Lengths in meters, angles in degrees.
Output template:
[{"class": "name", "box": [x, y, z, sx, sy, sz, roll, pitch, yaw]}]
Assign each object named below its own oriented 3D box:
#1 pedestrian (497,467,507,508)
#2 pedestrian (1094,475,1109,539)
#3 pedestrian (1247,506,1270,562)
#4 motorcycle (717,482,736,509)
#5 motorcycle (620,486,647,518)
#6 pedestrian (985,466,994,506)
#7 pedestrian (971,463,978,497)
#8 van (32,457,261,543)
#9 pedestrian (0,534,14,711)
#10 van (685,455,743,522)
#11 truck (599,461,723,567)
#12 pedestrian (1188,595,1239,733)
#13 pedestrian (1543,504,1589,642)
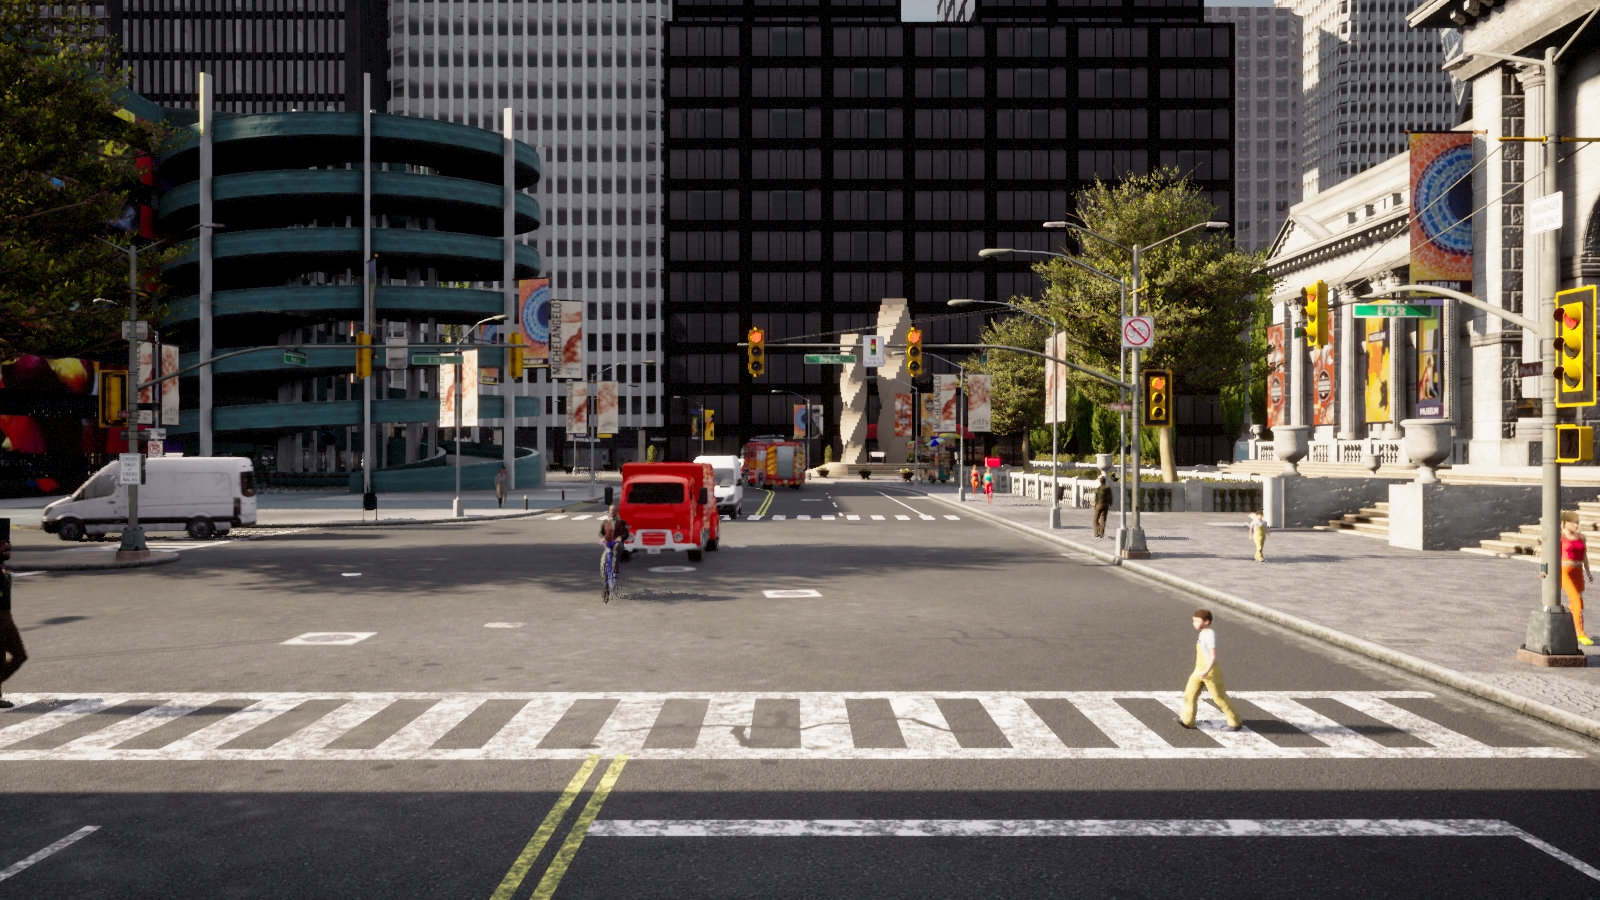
[{"class": "pedestrian", "box": [-13.366, 1.676, 51.185, 0.375, 1.860, 0.375, 0, 0, -24]}, {"class": "pedestrian", "box": [8.917, 1.683, 33.773, 0.375, 1.860, 0.375, 0, 0, 3]}, {"class": "pedestrian", "box": [10.752, 1.966, 26.794, 0.375, 1.300, 0.375, 0, 0, -3]}, {"class": "motorcycle", "box": [-3.547, 2.161, 55.101, 0.856, 1.236, 1.805, 0, 0, -2]}, {"class": "motorcycle", "box": [-6.930, 2.164, 47.685, 0.856, 1.236, 1.805, 0, 0, 0]}, {"class": "pedestrian", "box": [8.806, 1.676, 53.130, 0.375, 1.860, 0.375, 0, 0, 11]}, {"class": "pedestrian", "box": [9.621, 1.671, 62.897, 0.375, 1.860, 0.375, 0, 0, 7]}, {"class": "van", "box": [-20.404, 1.520, 35.920, 5.915, 2.561, 1.988, 0, 0, -10]}, {"class": "pedestrian", "box": [-8.720, 1.844, 12.244, 0.375, 1.860, 0.375, 0, 0, -11]}, {"class": "van", "box": [-3.497, 1.516, 47.472, 1.988, 2.561, 5.915, 0, 0, 0]}, {"class": "truck", "box": [-3.489, 1.556, 29.855, 2.627, 2.467, 5.204, 0, 0, 0]}, {"class": "pedestrian", "box": [4.116, 2.124, 11.386, 0.375, 1.300, 0.375, 0, 0, 2]}, {"class": "pedestrian", "box": [10.604, 1.690, 15.814, 0.375, 1.860, 0.375, 0, 0, -4]}]
